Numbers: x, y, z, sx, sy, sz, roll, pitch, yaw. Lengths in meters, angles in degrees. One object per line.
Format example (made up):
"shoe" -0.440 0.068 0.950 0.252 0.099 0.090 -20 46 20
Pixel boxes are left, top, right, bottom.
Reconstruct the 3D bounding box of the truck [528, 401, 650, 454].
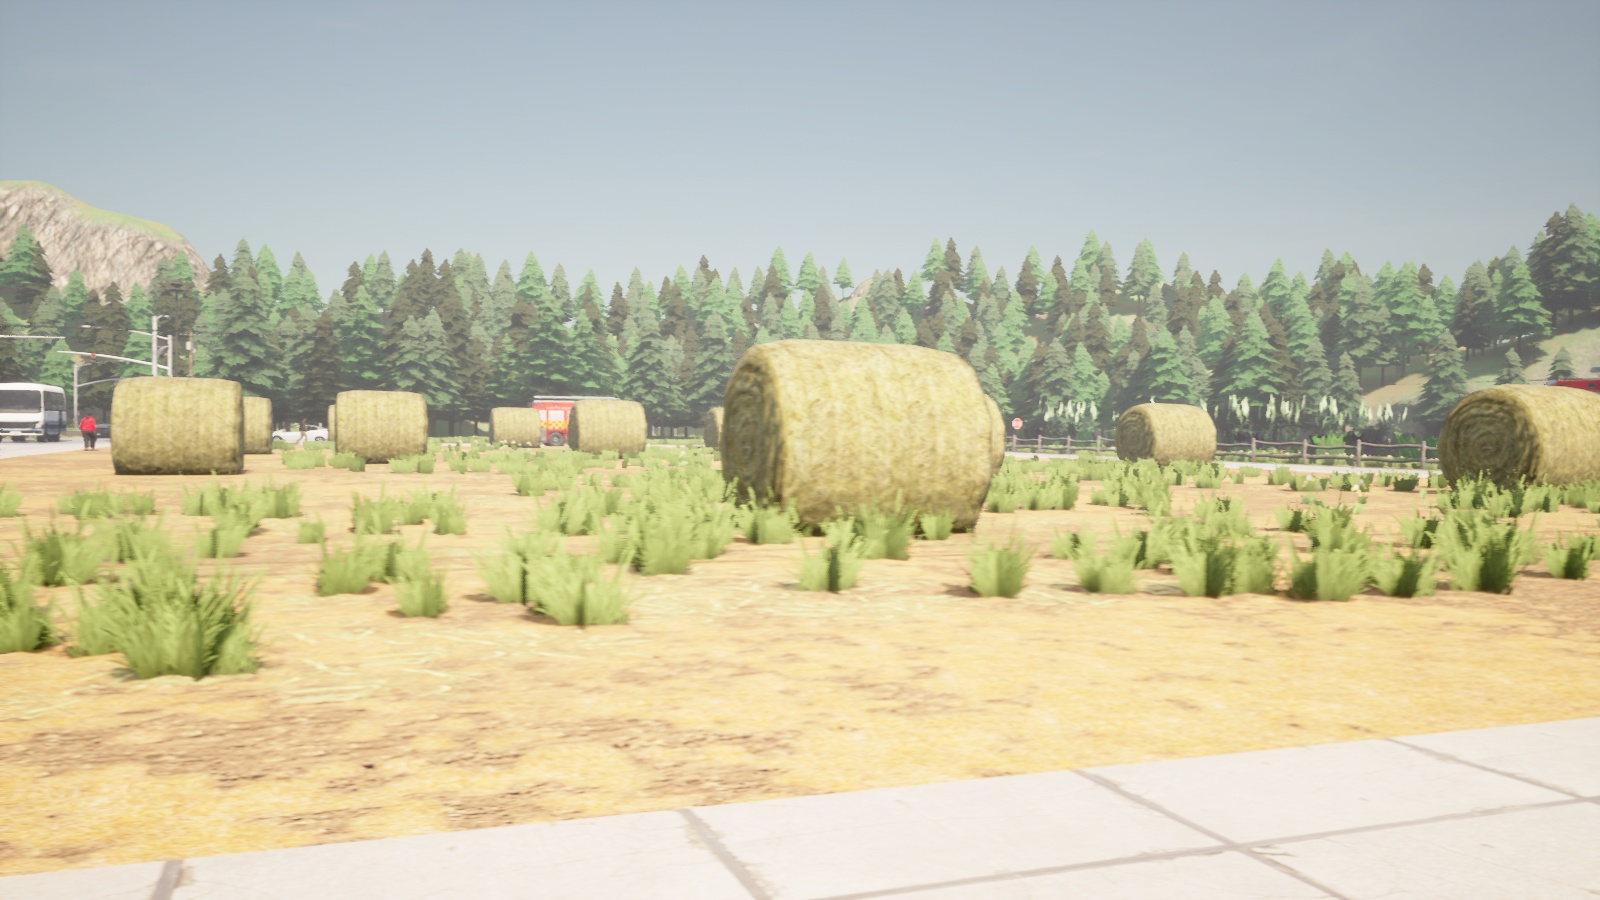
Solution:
"truck" -15.735 -1.715 93.706 8.468 3.827 2.891 -1 1 -21

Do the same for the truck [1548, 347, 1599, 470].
"truck" 26.922 -1.285 37.140 2.891 3.827 8.468 -1 1 -18

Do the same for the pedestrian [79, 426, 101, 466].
"pedestrian" -33.165 -0.182 58.650 0.634 1.844 0.899 -1 1 -13

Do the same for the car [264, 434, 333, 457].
"car" -35.863 -0.330 89.886 4.514 1.525 2.007 -1 1 -21
